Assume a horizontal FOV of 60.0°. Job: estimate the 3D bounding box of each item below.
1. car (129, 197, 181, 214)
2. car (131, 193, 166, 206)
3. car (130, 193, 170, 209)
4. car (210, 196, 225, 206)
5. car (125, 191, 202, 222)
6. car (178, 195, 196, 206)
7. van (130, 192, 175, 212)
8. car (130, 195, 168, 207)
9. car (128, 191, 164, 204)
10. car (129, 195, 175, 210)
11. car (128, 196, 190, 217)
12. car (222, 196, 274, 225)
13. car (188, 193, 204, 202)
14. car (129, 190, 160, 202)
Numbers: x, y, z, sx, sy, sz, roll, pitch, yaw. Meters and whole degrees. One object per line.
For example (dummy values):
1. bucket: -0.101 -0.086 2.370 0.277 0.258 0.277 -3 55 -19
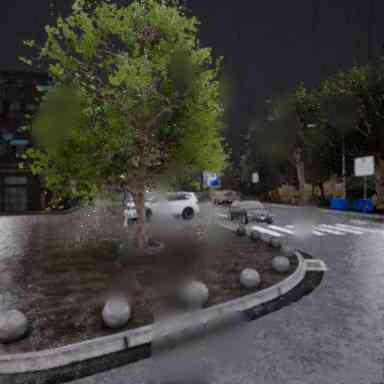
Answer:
1. car: -3.693 1.285 33.450 4.674 1.452 2.002 -2 0 -30
2. car: -6.282 1.026 48.246 4.553 1.767 2.185 -2 1 -30
3. car: -5.300 1.064 42.310 4.553 1.767 2.185 -2 0 -30
4. car: 3.865 1.195 45.257 1.895 1.301 4.718 -1 0 -10
5. car: -2.115 1.051 24.552 5.566 2.045 2.435 -2 1 -30
6. car: -0.798 1.145 47.603 1.812 1.442 4.674 -1 0 -9
7. van: -4.320 1.004 36.340 4.442 1.987 1.878 -2 1 -30
8. car: -5.789 1.210 45.279 4.674 1.452 2.002 -2 0 -30
9. car: -7.852 0.851 57.123 5.566 2.045 2.435 -2 0 -30
10. car: -4.734 1.207 39.361 5.008 1.535 2.097 -2 1 -30
11. car: -2.997 1.256 30.586 5.366 1.575 1.946 -2 0 -30
12. car: 3.749 1.287 22.022 1.837 1.490 4.892 -1 0 -10
13. car: 0.700 0.991 62.558 2.128 1.511 4.902 -1 0 -10
14. car: -9.423 0.810 66.002 5.566 2.045 2.435 -2 0 -30
